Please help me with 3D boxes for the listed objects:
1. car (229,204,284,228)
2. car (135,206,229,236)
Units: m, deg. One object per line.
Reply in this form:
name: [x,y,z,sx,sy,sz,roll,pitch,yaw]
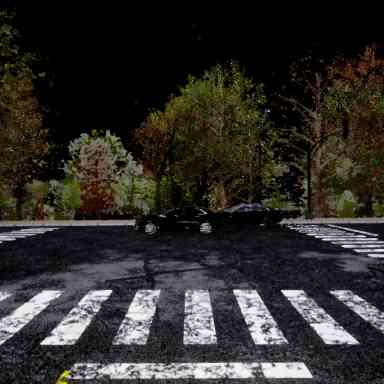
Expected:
car: [3.377,1.514,21.342,4.902,1.511,2.128,0,-1,1]
car: [-0.658,1.523,18.147,4.892,1.490,1.837,-1,-1,1]
